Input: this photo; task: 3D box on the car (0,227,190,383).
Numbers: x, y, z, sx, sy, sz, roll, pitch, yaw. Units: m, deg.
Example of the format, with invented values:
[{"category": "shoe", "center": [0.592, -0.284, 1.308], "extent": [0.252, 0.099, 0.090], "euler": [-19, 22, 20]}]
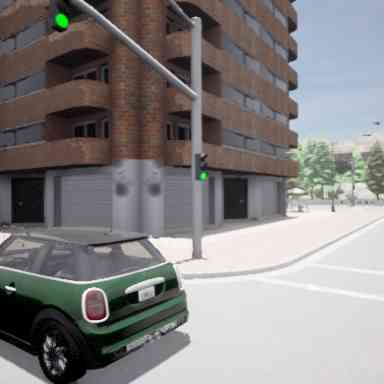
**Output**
[{"category": "car", "center": [-2.331, 1.385, 5.655], "extent": [4.553, 1.767, 2.097], "euler": [0, 0, 36]}]
